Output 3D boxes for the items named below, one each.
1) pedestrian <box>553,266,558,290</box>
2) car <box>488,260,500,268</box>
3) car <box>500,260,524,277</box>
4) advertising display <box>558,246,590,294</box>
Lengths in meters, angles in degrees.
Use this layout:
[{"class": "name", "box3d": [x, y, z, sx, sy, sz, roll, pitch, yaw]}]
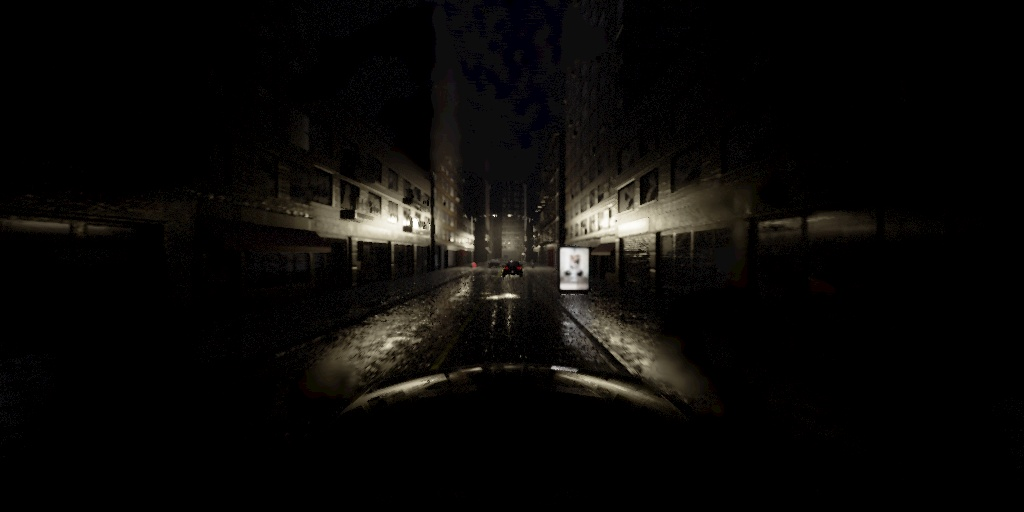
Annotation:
[{"class": "pedestrian", "box3d": [2.452, 0.875, 17.989, 0.375, 1.860, 0.375, 0, 0, -13]}, {"class": "car", "box3d": [-2.782, 1.255, 57.838, 1.895, 1.301, 4.718, 0, 0, 1]}, {"class": "car", "box3d": [0.069, 1.232, 34.709, 1.812, 1.442, 4.674, 0, 0, 0]}, {"class": "advertising display", "box3d": [3.013, 0.760, 17.482, 1.540, 2.440, 0.280, 0, 0, 0]}]
